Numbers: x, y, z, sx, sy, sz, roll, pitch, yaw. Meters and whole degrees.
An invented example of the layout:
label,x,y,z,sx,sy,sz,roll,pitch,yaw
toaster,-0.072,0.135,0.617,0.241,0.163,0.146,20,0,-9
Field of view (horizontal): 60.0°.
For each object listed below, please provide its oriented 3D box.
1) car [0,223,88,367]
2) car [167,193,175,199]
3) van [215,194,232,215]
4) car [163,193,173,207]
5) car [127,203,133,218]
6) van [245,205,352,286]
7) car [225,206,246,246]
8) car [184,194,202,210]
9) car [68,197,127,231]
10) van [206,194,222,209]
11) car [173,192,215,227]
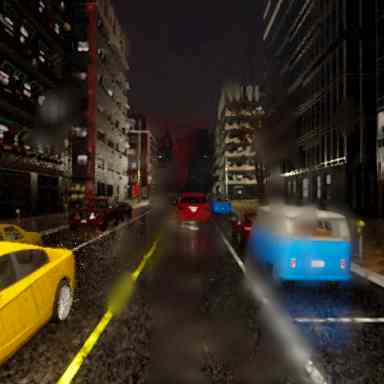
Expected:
label,x,y,z,sx,sy,sz,roll,pitch,yaw
car,-3.099,1.457,4.212,1.882,1.535,5.008,0,0,0
car,-5.666,1.104,91.030,1.752,1.417,4.829,1,0,0
van,2.712,1.196,31.029,1.690,1.788,3.998,1,0,0
car,-2.995,1.300,47.718,1.882,1.535,5.008,0,0,0
car,-5.672,1.425,25.509,1.887,1.381,4.507,1,0,0
van,2.710,1.299,8.998,1.690,1.788,3.998,1,0,0
car,2.706,1.514,14.507,1.802,1.307,4.206,1,0,0
car,0.104,1.159,41.010,2.097,1.767,4.553,0,0,0
car,-5.668,1.221,19.997,2.192,1.841,5.009,1,0,0
van,2.713,1.145,42.046,1.690,1.788,3.998,1,0,0
car,0.104,1.119,22.084,2.150,2.045,5.566,0,0,0
